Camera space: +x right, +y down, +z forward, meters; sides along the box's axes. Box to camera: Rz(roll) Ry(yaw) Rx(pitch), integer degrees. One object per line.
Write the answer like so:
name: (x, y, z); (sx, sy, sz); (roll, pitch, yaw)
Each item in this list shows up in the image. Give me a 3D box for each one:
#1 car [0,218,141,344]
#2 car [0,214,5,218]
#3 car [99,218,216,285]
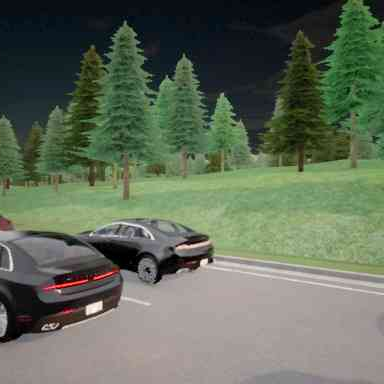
car: (-3.455, 1.506, 6.473); (4.892, 1.490, 1.837); (0, 0, 36)
car: (-10.136, 1.525, 15.564); (4.674, 1.442, 1.812); (0, 0, 36)
car: (-1.676, 1.492, 9.507); (4.902, 1.511, 2.128); (0, 0, 35)
